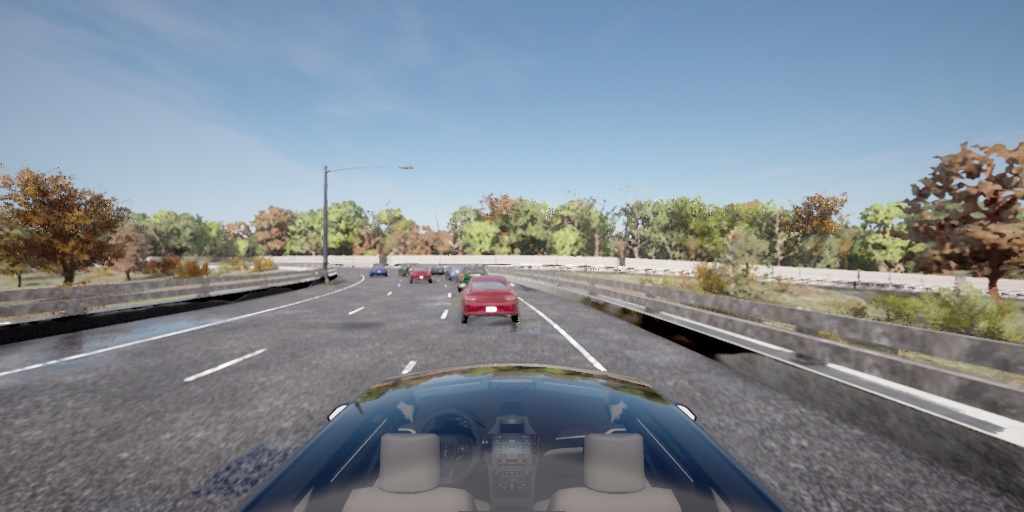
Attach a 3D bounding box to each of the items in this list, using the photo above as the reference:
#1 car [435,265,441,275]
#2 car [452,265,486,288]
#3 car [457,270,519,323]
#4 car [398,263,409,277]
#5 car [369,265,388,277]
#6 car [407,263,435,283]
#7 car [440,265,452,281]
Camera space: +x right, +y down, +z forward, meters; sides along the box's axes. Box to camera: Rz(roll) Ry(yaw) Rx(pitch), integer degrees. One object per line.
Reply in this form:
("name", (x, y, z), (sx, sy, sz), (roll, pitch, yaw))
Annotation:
("car", (-9.509, 1.823, 45.692), (1.994, 1.385, 4.181), (0, -1, -23))
("car", (-2.666, 1.357, 23.912), (2.097, 1.767, 4.553), (0, -1, -11))
("car", (-0.844, 1.401, 12.654), (1.812, 1.442, 4.674), (0, -1, -6))
("car", (-12.741, 1.599, 44.350), (2.097, 1.767, 4.553), (0, -1, -25))
("car", (-16.446, 1.812, 44.120), (1.994, 1.385, 4.181), (0, -1, -24))
("car", (-8.275, 1.631, 32.288), (1.812, 1.442, 4.674), (0, -1, -17))
("car", (-5.508, 1.682, 35.155), (2.033, 1.411, 5.357), (0, -1, -16))
